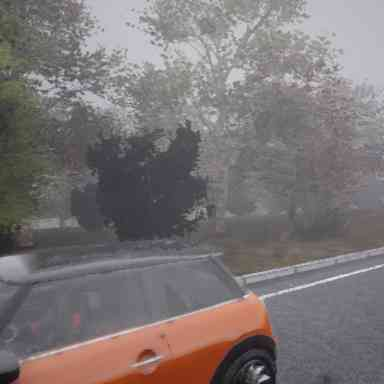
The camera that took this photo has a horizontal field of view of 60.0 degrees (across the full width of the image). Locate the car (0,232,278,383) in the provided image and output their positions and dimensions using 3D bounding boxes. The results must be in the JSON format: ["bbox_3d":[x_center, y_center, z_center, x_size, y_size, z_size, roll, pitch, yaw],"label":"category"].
[{"bbox_3d":[-1.350,1.352,3.029,4.553,1.767,2.097,0,0,-35],"label":"car"}]
